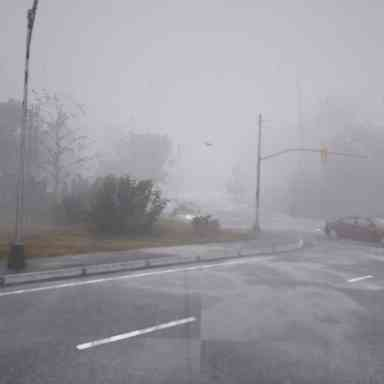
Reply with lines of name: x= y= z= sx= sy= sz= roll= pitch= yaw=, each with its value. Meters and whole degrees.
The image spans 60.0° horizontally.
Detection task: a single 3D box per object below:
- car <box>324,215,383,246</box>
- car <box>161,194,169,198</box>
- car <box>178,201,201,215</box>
car: x=9.632 y=2.061 z=18.100 sx=1.882 sy=1.535 sz=5.008 roll=3 pitch=-2 yaw=-29
car: x=-5.424 y=1.146 z=66.137 sx=1.895 sy=1.301 sz=4.718 roll=2 pitch=2 yaw=-6
car: x=-0.300 y=1.952 z=41.066 sx=2.128 sy=1.511 sz=4.902 roll=3 pitch=1 yaw=-18
